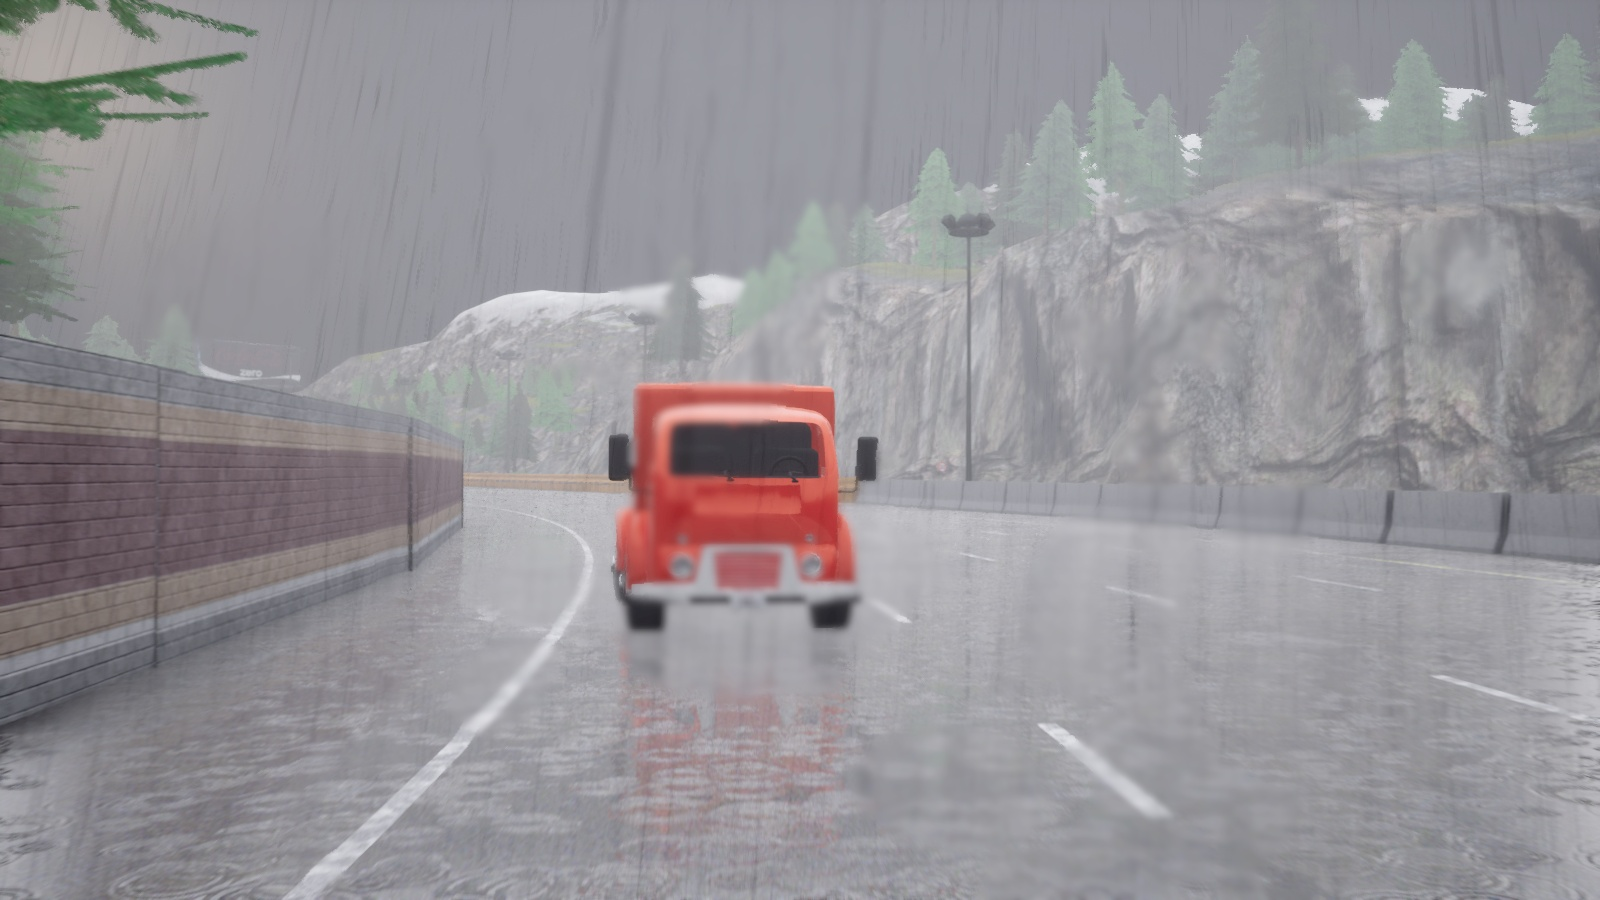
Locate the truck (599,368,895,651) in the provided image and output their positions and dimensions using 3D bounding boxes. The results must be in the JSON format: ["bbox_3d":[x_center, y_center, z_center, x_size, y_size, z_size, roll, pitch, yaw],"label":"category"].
[{"bbox_3d":[-0.750,0.561,13.721,2.627,2.467,5.204,0,-1,-7],"label":"truck"}]
